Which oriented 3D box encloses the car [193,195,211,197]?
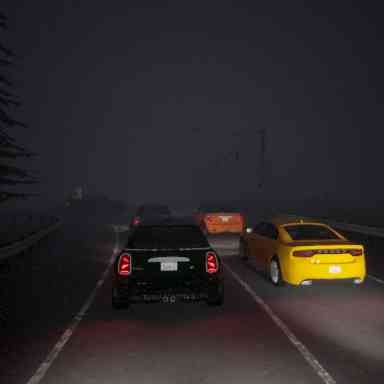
[{"bbox_3d":[3.094,1.633,56.878,4.718,1.301,1.895,0,0,-19],"label":"car"}]

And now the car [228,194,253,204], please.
[{"bbox_3d":[9.752,1.390,66.488,4.553,1.767,2.097,0,0,-18],"label":"car"}]

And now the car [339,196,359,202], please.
[{"bbox_3d":[36.175,1.638,76.697,4.718,1.301,1.895,0,0,-29],"label":"car"}]

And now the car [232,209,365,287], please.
[{"bbox_3d":[2.733,1.483,9.446,1.882,1.535,5.008,0,0,-6],"label":"car"}]

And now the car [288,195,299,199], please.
[{"bbox_3d":[20.975,1.599,62.933,4.181,1.385,1.994,0,0,-19],"label":"car"}]

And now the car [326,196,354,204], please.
[{"bbox_3d":[29.306,1.562,65.768,4.902,1.511,2.128,0,0,-19],"label":"car"}]

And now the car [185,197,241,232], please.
[{"bbox_3d":[1.209,1.363,18.332,2.097,1.767,4.553,0,0,-11],"label":"car"}]

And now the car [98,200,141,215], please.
[{"bbox_3d":[-7.567,1.589,34.543,4.181,1.385,1.994,0,0,-19],"label":"car"}]

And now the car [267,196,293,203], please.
[{"bbox_3d":[18.373,1.564,69.380,4.902,1.511,2.128,0,0,-19],"label":"car"}]

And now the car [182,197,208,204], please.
[{"bbox_3d":[0.535,1.637,63.394,4.718,1.301,1.895,0,0,-19],"label":"car"}]

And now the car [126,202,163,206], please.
[{"bbox_3d":[-2.106,1.362,16.893,2.097,1.767,4.553,0,0,-12],"label":"car"}]

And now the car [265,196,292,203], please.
[{"bbox_3d":[19.083,1.581,73.321,5.357,1.411,2.033,0,0,-19],"label":"car"}]

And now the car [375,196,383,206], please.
[{"bbox_3d":[28.726,1.532,46.924,4.892,1.490,1.837,0,0,-19],"label":"car"}]

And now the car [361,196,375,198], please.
[{"bbox_3d":[38.674,1.579,70.053,5.357,1.411,2.033,0,0,-29],"label":"car"}]

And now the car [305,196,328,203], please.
[{"bbox_3d":[27.033,1.565,72.383,4.674,1.442,1.812,0,0,-19],"label":"car"}]

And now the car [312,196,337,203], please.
[{"bbox_3d":[27.344,1.563,68.779,4.674,1.442,1.812,0,0,-19],"label":"car"}]

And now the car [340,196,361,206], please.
[{"bbox_3d":[23.703,1.555,52.601,4.674,1.442,1.812,0,0,-19],"label":"car"}]

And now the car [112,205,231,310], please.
[{"bbox_3d":[-0.628,1.357,8.086,2.097,1.767,4.553,0,0,-6],"label":"car"}]

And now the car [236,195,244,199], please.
[{"bbox_3d":[10.807,1.388,63.182,4.553,1.767,2.097,0,0,-19],"label":"car"}]

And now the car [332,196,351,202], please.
[{"bbox_3d":[36.304,1.597,80.866,4.181,1.385,1.994,0,0,-29],"label":"car"}]

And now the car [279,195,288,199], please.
[{"bbox_3d":[19.100,1.389,65.949,4.553,1.767,2.097,0,0,-18],"label":"car"}]

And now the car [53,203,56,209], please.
[{"bbox_3d":[-13.746,1.575,39.830,5.357,1.411,2.033,0,0,-19],"label":"car"}]

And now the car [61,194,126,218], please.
[{"bbox_3d":[-8.733,1.246,30.435,5.566,2.045,2.150,0,0,-19],"label":"car"}]

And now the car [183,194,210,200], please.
[{"bbox_3d":[1.356,1.539,59.981,4.892,1.490,1.837,0,0,-19],"label":"car"}]

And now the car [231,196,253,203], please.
[{"bbox_3d":[10.586,1.593,70.423,4.181,1.385,1.994,0,0,-19],"label":"car"}]

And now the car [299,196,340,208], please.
[{"bbox_3d":[17.975,1.377,46.952,4.553,1.767,2.097,0,0,-19],"label":"car"}]

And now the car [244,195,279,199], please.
[{"bbox_3d":[12.523,1.525,60.082,4.902,1.511,2.128,0,0,-19],"label":"car"}]

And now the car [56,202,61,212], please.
[{"bbox_3d":[-12.407,1.591,36.590,4.181,1.385,1.994,0,0,-19],"label":"car"}]

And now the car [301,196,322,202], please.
[{"bbox_3d":[27.485,1.595,76.328,4.181,1.385,1.994,0,0,-21],"label":"car"}]
